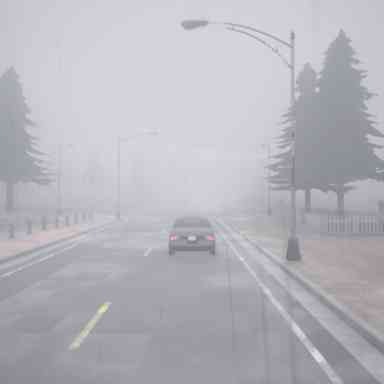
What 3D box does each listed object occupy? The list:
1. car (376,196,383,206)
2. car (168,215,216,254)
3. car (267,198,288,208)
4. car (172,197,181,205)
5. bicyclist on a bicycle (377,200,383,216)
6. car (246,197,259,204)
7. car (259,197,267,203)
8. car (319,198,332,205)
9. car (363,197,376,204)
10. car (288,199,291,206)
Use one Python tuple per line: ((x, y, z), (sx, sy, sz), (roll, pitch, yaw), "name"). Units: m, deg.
((32.543, 1.588, 54.158), (1.932, 1.855, 4.605), (0, -1, 0), "car")
((0.002, 1.675, 13.978), (2.033, 1.411, 5.357), (0, 0, 0), "car")
((13.961, 1.867, 54.478), (1.845, 1.501, 3.633), (0, -1, 0), "car")
((-3.492, 2.036, 75.597), (2.097, 1.767, 4.553), (0, -1, 0), "car")
((18.873, 1.586, 33.161), (0.582, 1.620, 1.656), (0, -1, 1), "bicyclist on a bicycle")
((14.211, 2.068, 80.510), (2.007, 1.523, 4.514), (0, -1, 0), "car")
((17.348, 2.059, 80.532), (2.152, 1.636, 5.027), (0, -1, 0), "car")
((29.117, 1.978, 72.740), (1.845, 1.501, 3.633), (0, -1, 0), "car")
((39.109, 1.956, 72.599), (2.007, 1.523, 4.514), (0, -1, 0), "car")
((17.015, 1.945, 61.869), (1.970, 1.475, 3.806), (0, -1, 0), "car")
